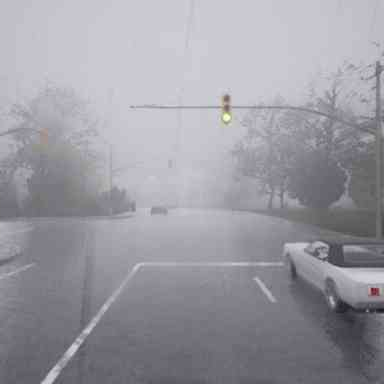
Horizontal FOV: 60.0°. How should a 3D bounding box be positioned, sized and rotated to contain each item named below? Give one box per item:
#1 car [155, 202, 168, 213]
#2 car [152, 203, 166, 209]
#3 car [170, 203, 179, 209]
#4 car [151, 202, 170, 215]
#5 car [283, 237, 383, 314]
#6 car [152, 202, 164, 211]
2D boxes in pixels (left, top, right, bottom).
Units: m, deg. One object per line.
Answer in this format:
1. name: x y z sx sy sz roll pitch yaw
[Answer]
1. car: -4.709 2.296 50.923 1.882 1.535 5.008 0 -2 -6
2. car: -8.186 3.445 81.542 1.895 1.301 4.718 0 -2 -25
3. car: -4.933 3.119 72.218 1.895 1.301 4.718 0 -2 -19
4. car: -3.997 2.042 41.043 1.882 1.535 5.008 0 -1 -3
5. car: 3.603 1.696 7.753 1.895 1.301 4.718 0 -1 0
6. car: -6.546 2.748 63.638 1.837 1.490 4.892 0 -2 -11
